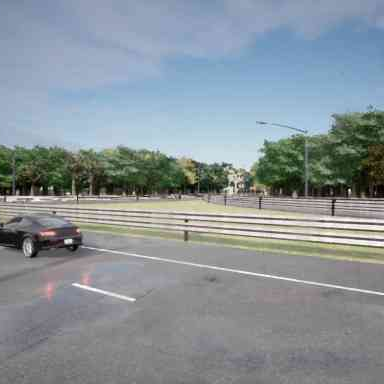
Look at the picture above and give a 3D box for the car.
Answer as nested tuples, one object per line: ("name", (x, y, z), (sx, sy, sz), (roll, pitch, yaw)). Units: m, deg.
("car", (-6.077, 1.525, 12.744), (4.674, 1.442, 1.812), (0, 0, 36))
